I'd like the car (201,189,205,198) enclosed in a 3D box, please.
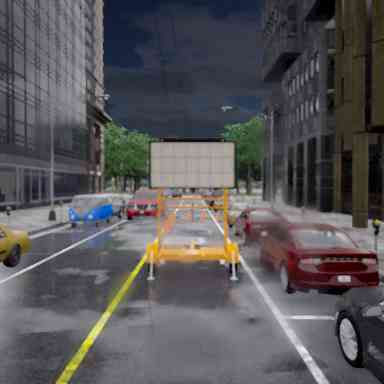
[{"bbox_3d":[2.844,0.714,51.776,1.887,1.381,4.507,0,1,0],"label":"car"}]

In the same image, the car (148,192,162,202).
[{"bbox_3d":[-5.681,0.697,51.619,1.752,1.417,4.829,0,1,0],"label":"car"}]

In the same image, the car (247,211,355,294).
[{"bbox_3d":[2.776,1.408,8.281,1.887,1.381,4.507,0,1,0],"label":"car"}]

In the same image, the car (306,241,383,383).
[{"bbox_3d":[2.767,1.503,2.844,2.008,1.369,4.403,0,1,0],"label":"car"}]

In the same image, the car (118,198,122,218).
[{"bbox_3d":[-5.724,1.151,24.605,2.008,1.369,4.403,0,1,0],"label":"car"}]

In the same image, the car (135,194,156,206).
[{"bbox_3d":[-5.698,0.906,40.916,1.947,1.339,4.313,0,1,0],"label":"car"}]

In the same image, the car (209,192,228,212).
[{"bbox_3d":[2.810,1.037,30.197,1.752,1.417,4.829,0,1,0],"label":"car"}]

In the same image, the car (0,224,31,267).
[{"bbox_3d":[-5.750,1.391,8.124,1.752,1.417,4.829,0,1,0],"label":"car"}]

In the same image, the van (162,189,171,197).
[{"bbox_3d":[-5.647,0.171,73.534,1.690,1.788,3.998,0,1,0],"label":"van"}]

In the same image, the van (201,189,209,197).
[{"bbox_3d":[2.878,0.172,73.520,1.690,1.788,3.998,0,1,0],"label":"van"}]

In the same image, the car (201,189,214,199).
[{"bbox_3d":[2.861,0.314,62.646,2.192,1.841,5.009,0,1,0],"label":"car"}]

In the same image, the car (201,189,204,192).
[{"bbox_3d":[2.853,0.524,57.211,1.967,1.590,4.097,0,1,0],"label":"car"}]

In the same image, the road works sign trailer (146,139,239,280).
[{"bbox_3d":[0.015,0.309,9.409,2.380,3.560,2.880,0,1,0],"label":"road works sign trailer"}]

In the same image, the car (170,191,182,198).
[{"bbox_3d":[-2.926,0.521,64.391,2.033,1.411,5.357,0,1,1],"label":"car"}]

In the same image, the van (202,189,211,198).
[{"bbox_3d":[2.870,0.256,68.083,1.690,1.788,3.998,0,1,0],"label":"van"}]

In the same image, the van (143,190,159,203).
[{"bbox_3d":[-5.690,0.595,46.349,1.690,1.788,3.998,0,1,0],"label":"van"}]

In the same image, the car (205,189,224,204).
[{"bbox_3d":[2.818,0.742,35.461,2.192,1.841,5.009,0,1,0],"label":"car"}]

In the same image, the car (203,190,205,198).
[{"bbox_3d":[2.836,0.778,46.508,1.752,1.417,4.829,0,1,0],"label":"car"}]

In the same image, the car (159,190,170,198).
[{"bbox_3d":[-5.655,0.354,68.098,1.967,1.590,4.097,0,1,0],"label":"car"}]

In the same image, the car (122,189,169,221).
[{"bbox_3d":[-3.061,0.843,23.187,2.150,2.045,5.566,0,1,0],"label":"car"}]

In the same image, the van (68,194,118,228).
[{"bbox_3d":[-5.733,1.029,19.165,1.690,1.788,3.998,0,1,0],"label":"van"}]

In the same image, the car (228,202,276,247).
[{"bbox_3d":[2.784,1.321,13.718,1.887,1.381,4.507,0,1,0],"label":"car"}]

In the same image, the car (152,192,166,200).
[{"bbox_3d":[-5.672,0.649,57.226,1.947,1.339,4.313,0,1,0],"label":"car"}]

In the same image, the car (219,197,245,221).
[{"bbox_3d":[2.793,1.211,19.324,1.752,1.417,4.829,0,1,0],"label":"car"}]
